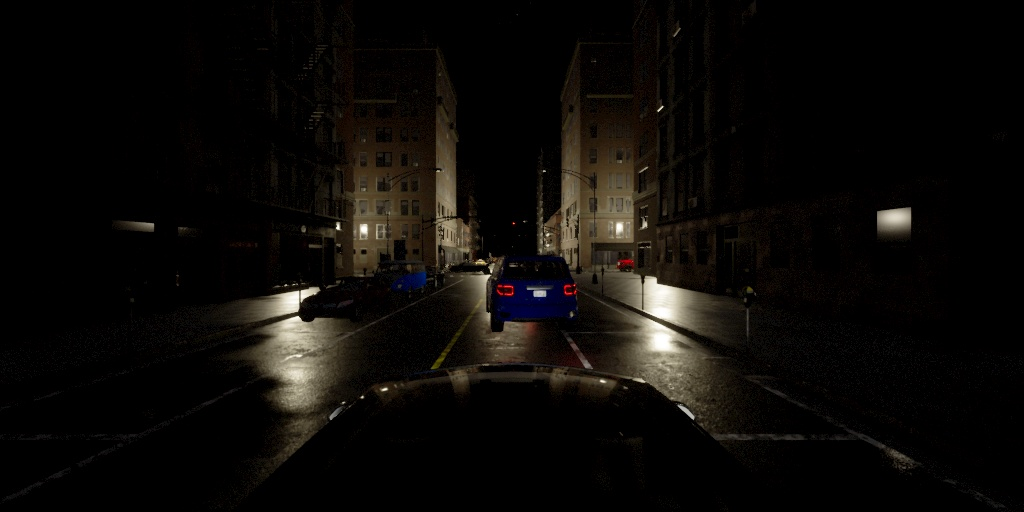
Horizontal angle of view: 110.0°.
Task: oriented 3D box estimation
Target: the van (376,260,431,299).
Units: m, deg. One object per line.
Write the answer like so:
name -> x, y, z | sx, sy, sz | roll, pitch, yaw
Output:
van -> -5.394, 1.091, 17.565 | 1.690, 1.789, 3.998 | 0, 0, 0

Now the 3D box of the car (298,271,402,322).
car -> -5.395, 1.332, 12.159 | 1.802, 1.307, 4.207 | 0, 0, 0

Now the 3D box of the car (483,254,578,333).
car -> 0.358, 0.972, 11.001 | 2.150, 2.045, 5.566 | 0, 0, -6

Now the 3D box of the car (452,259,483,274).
car -> -4.949, 1.369, 42.083 | 4.718, 1.301, 1.895 | 0, 0, -20

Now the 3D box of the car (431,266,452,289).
car -> -5.394, 1.301, 22.971 | 2.007, 1.370, 4.403 | 0, 0, 0

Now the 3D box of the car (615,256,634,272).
car -> 15.327, 0.880, 43.024 | 5.566, 2.045, 2.150 | 0, 0, 0
